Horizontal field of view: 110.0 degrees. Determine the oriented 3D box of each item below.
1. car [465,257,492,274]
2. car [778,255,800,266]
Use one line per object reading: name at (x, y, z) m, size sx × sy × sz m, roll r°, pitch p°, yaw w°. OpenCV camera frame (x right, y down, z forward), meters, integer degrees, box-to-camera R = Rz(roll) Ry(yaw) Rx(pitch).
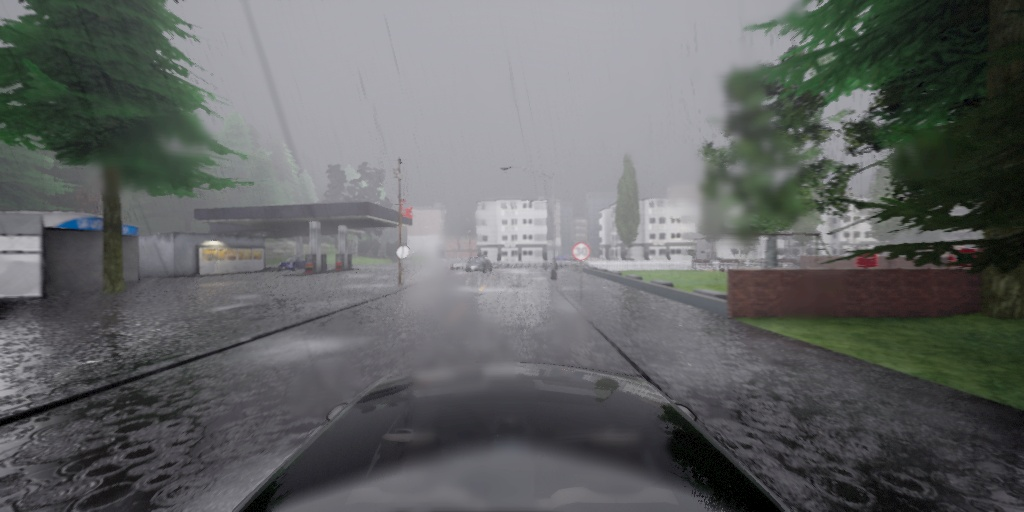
car at (-3.227, 0.872, 35.037) m, size 2.128 × 1.511 × 4.902 m, roll 0°, pitch 1°, yaw 7°
car at (36.294, 0.606, 46.261) m, size 4.181 × 1.385 × 1.994 m, roll 0°, pitch 1°, yaw 1°
